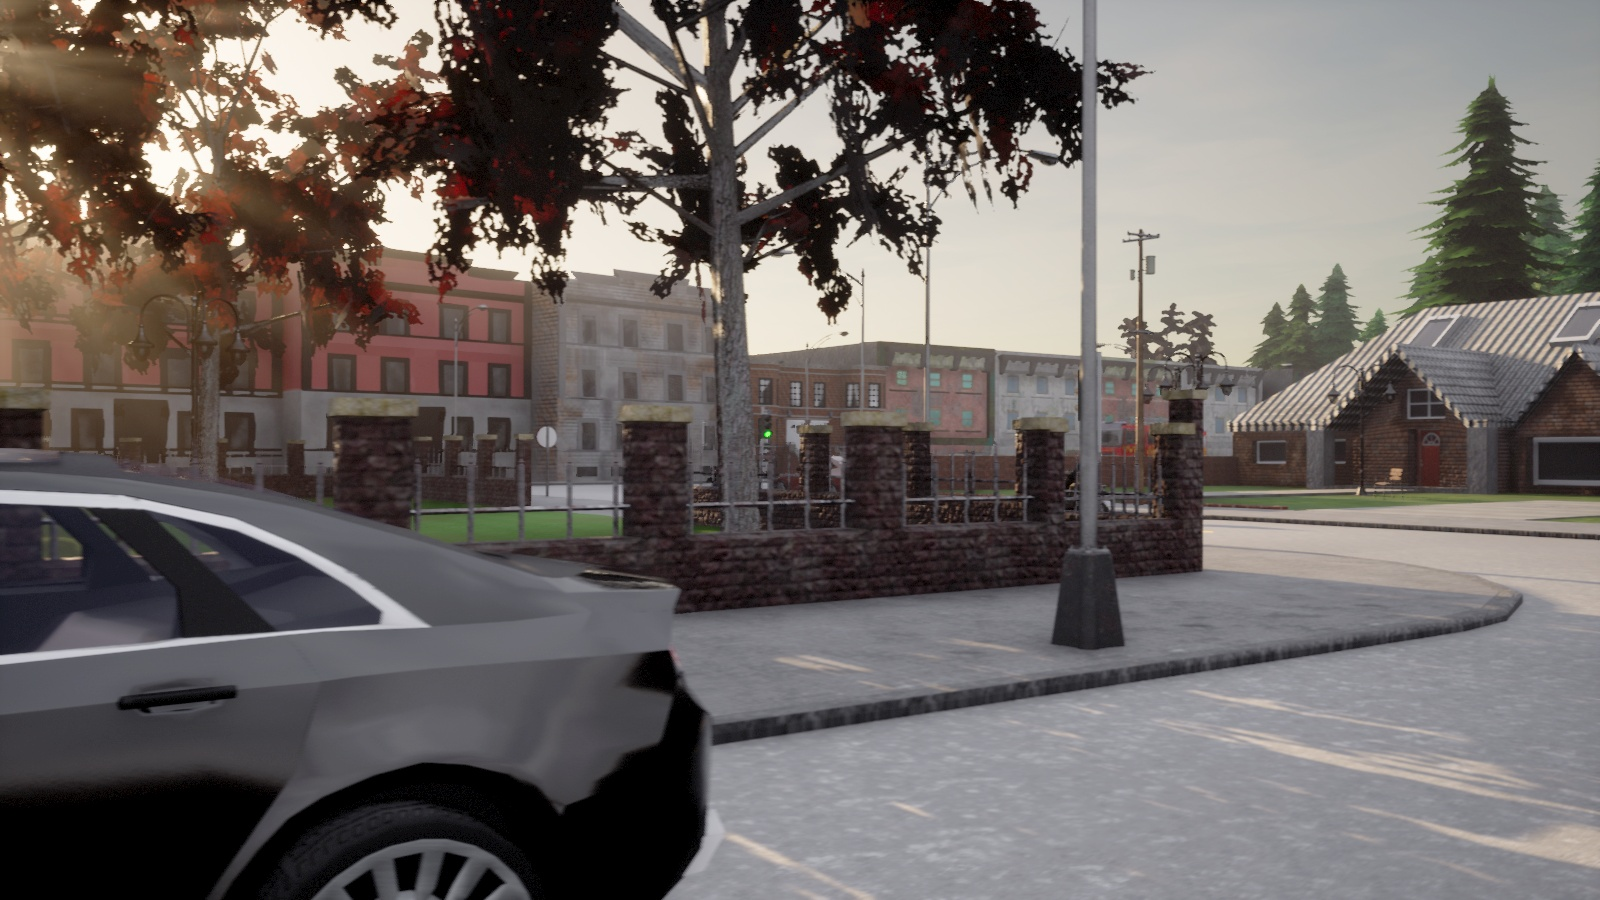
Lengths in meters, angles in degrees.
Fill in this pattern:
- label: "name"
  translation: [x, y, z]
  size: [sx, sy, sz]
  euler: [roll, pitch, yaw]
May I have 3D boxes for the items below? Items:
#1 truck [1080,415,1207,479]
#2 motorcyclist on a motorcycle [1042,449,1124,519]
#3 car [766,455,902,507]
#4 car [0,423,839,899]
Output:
- label: "truck"
  translation: [21.735, -0.173, 79.222]
  size: [8.468, 3.827, 2.891]
  euler: [0, 0, -35]
- label: "motorcyclist on a motorcycle"
  translation: [6.669, 0.792, 29.715]
  size: [0.866, 1.590, 1.817]
  euler: [0, -1, -31]
- label: "car"
  translation: [0.939, 0.896, 37.805]
  size: [1.812, 1.442, 4.674]
  euler: [0, 0, -32]
- label: "car"
  translation: [-2.504, 0.711, 2.590]
  size: [4.902, 1.511, 2.128]
  euler: [0, 0, -37]
